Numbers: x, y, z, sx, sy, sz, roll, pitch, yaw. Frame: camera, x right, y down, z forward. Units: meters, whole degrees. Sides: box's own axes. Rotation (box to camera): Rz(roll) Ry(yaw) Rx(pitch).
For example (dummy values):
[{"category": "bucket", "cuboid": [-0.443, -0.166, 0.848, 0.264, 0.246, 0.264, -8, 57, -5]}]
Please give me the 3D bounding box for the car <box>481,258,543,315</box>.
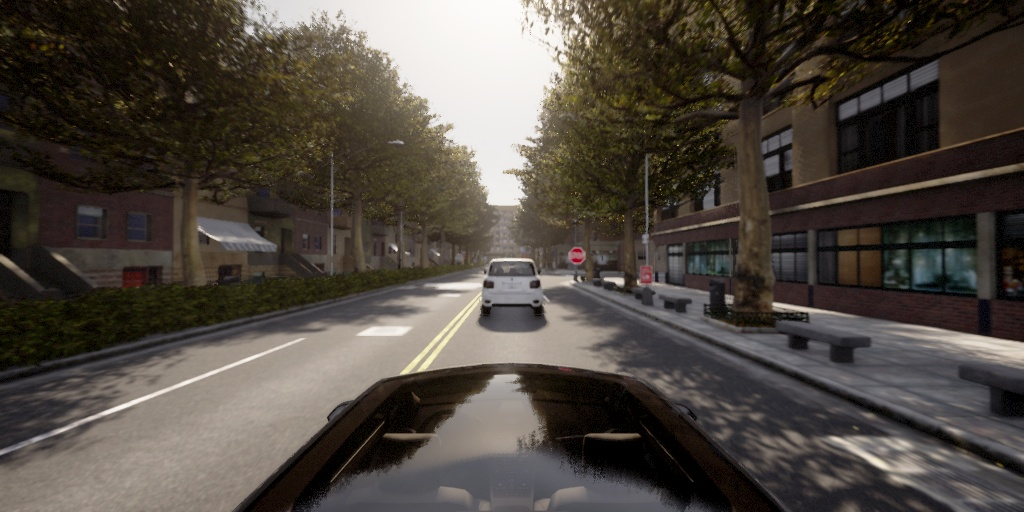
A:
[{"category": "car", "cuboid": [0.013, 1.116, 14.398, 2.150, 2.045, 5.566, 0, 0, 0]}]
